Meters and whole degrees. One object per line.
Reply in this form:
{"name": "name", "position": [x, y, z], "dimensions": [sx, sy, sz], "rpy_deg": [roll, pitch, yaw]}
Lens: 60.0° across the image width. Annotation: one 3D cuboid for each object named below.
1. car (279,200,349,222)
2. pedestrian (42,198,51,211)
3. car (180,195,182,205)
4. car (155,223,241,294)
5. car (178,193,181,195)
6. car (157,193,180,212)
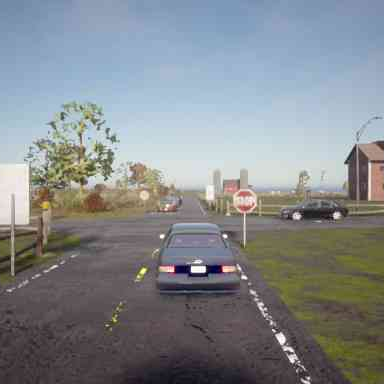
{"name": "car", "position": [8.941, 1.342, 24.574], "dimensions": [4.892, 1.490, 1.837], "rpy_deg": [-1, 0, 0]}
{"name": "pedestrian", "position": [-12.183, 1.412, 27.744], "dimensions": [0.375, 1.860, 0.375], "rpy_deg": [0, 1, 0]}
{"name": "car", "position": [-2.882, 1.522, 48.847], "dimensions": [1.812, 1.442, 4.674], "rpy_deg": [0, 0, 1]}
{"name": "car", "position": [0.067, 1.546, 8.955], "dimensions": [2.033, 1.411, 5.357], "rpy_deg": [0, 0, -1]}
{"name": "car", "position": [-2.880, 1.217, 59.147], "dimensions": [2.150, 2.045, 5.566], "rpy_deg": [0, 0, 0]}
{"name": "car", "position": [-2.881, 1.349, 38.797], "dimensions": [2.097, 1.767, 4.553], "rpy_deg": [0, 0, 0]}
